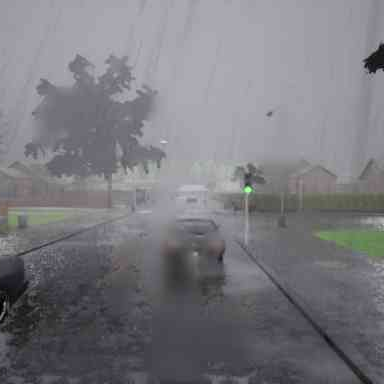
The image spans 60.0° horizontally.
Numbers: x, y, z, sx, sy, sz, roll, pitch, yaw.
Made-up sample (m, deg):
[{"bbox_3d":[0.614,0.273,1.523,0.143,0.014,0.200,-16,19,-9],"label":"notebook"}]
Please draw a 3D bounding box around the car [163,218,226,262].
[{"bbox_3d":[0.083,1.598,12.128,1.895,1.301,4.718,0,0,0],"label":"car"}]

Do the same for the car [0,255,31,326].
[{"bbox_3d":[-4.083,1.547,4.185,2.033,1.411,5.357,0,0,0],"label":"car"}]

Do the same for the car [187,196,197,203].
[{"bbox_3d":[0.006,1.465,67.550,1.882,1.535,5.008,0,0,0],"label":"car"}]
